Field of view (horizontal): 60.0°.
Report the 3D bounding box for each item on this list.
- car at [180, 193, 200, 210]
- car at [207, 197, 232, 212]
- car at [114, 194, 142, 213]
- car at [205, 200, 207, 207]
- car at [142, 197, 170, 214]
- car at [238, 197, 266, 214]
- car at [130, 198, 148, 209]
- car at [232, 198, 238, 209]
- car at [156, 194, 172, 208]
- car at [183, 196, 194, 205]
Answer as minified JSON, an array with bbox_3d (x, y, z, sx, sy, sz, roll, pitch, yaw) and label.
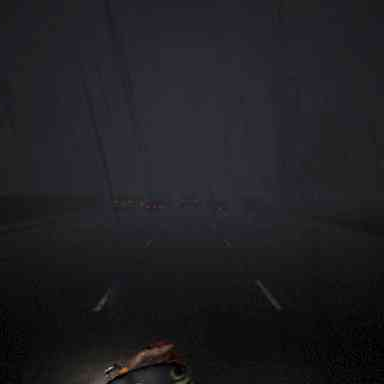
[{"bbox_3d":[-0.405,1.233,43.765,2.150,2.045,5.566,0,0,-1],"label":"car"},{"bbox_3d":[3.128,1.516,38.650,1.837,1.490,4.892,0,0,0],"label":"car"},{"bbox_3d":[-7.336,1.231,37.701,2.150,2.045,5.566,0,0,-1],"label":"car"},{"bbox_3d":[2.990,1.518,48.062,1.837,1.490,4.892,0,0,0],"label":"car"},{"bbox_3d":[-3.820,1.557,36.120,2.033,1.411,5.357,0,0,0],"label":"car"},{"bbox_3d":[6.611,1.363,36.184,2.097,1.767,4.553,0,0,0],"label":"car"},{"bbox_3d":[-7.504,1.613,47.464,1.895,1.301,4.718,0,0,0],"label":"car"},{"bbox_3d":[6.492,1.560,45.495,2.033,1.411,5.357,0,0,0],"label":"car"},{"bbox_3d":[-4.017,1.234,46.365,2.150,2.045,5.566,0,0,0],"label":"car"},{"bbox_3d":[-0.576,1.493,58.162,1.882,1.535,5.008,0,0,-1],"label":"car"}]
